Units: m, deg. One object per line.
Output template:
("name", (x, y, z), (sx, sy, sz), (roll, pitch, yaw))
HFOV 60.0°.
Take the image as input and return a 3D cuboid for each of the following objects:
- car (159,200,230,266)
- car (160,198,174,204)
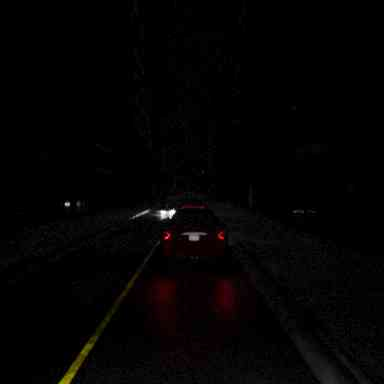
("car", (0.076, 1.343, 11.688), (2.097, 1.767, 4.553), (0, 0, 0))
("car", (-3.072, 1.477, 43.213), (2.128, 1.511, 4.902), (0, 0, 0))
